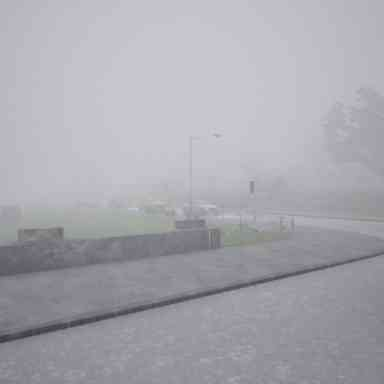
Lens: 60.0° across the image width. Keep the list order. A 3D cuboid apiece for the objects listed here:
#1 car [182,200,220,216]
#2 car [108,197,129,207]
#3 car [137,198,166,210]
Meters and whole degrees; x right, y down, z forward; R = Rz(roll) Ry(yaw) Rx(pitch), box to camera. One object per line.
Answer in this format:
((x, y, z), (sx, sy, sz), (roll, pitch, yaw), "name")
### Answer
((0.767, 1.526, 33.063), (1.812, 1.442, 4.674), (0, 0, -36), "car")
((-10.980, 1.491, 49.568), (2.128, 1.511, 4.902), (0, 0, -35), "car")
((-5.034, 1.478, 41.182), (1.882, 1.535, 5.008), (0, 0, -35), "car")
